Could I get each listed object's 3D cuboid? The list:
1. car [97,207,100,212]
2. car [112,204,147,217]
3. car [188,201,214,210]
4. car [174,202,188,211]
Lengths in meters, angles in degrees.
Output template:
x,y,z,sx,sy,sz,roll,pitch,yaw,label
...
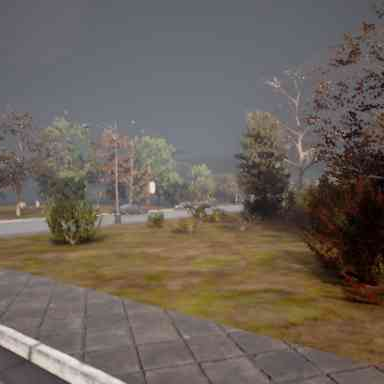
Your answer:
x,y,z,sx,sy,sz,roll,pitch,yaw,label
-13.152,2.296,39.225,2.128,1.511,4.902,-3,-2,32,car
-7.804,2.237,41.142,2.033,1.411,5.357,-3,-2,32,car
1.941,2.335,56.475,2.128,1.511,4.902,-3,-2,32,car
-1.298,2.428,57.906,2.128,1.511,4.902,-3,-2,32,car
